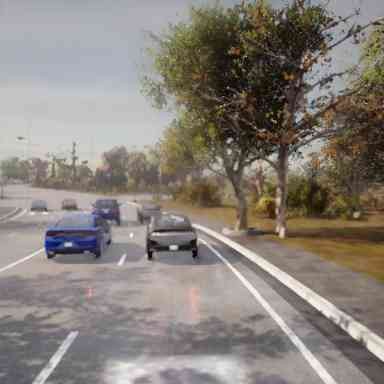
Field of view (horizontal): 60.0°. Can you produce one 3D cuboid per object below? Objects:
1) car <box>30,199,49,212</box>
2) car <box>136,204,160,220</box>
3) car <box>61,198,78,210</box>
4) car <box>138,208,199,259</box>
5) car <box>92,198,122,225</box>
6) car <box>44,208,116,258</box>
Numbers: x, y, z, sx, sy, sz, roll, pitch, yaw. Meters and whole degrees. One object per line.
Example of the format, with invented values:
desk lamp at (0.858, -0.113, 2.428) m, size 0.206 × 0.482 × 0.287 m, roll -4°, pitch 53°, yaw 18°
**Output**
car at (-19.210, 1.686, 41.952) m, size 1.812 × 1.442 × 4.674 m, roll -1°, pitch 2°, yaw -22°
car at (-3.732, 1.746, 28.656) m, size 2.128 × 1.511 × 4.902 m, roll -1°, pitch 0°, yaw -14°
car at (-15.881, 1.578, 43.038) m, size 1.882 × 1.535 × 5.008 m, roll -1°, pitch 2°, yaw -22°
car at (-0.888, 1.620, 13.270) m, size 2.128 × 1.511 × 4.902 m, roll 0°, pitch 0°, yaw -7°
car at (-6.903, 1.519, 26.934) m, size 2.150 × 2.045 × 5.566 m, roll -1°, pitch 0°, yaw -14°
car at (-4.462, 1.636, 13.645) m, size 1.882 × 1.535 × 5.008 m, roll 0°, pitch 0°, yaw -7°
